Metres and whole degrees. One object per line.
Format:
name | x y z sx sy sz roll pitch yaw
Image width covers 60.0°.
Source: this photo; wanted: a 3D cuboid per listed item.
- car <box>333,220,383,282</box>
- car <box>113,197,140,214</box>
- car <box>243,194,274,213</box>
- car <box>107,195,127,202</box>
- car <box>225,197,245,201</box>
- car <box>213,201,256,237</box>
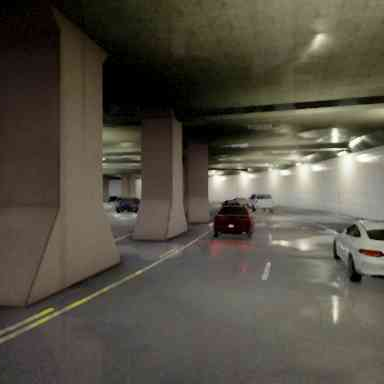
car | 5.197 1.517 9.355 1.812 1.442 4.674 0 0 16
car | -6.648 1.321 35.283 2.097 1.767 4.553 0 0 -1
car | 7.540 1.187 37.092 2.150 2.045 5.566 0 0 -1
car | -16.107 1.354 71.193 4.181 1.385 1.994 0 0 39
car | 4.011 1.531 34.693 1.994 1.385 4.181 0 0 0
car | 2.349 1.461 17.998 1.882 1.535 5.008 0 0 12
